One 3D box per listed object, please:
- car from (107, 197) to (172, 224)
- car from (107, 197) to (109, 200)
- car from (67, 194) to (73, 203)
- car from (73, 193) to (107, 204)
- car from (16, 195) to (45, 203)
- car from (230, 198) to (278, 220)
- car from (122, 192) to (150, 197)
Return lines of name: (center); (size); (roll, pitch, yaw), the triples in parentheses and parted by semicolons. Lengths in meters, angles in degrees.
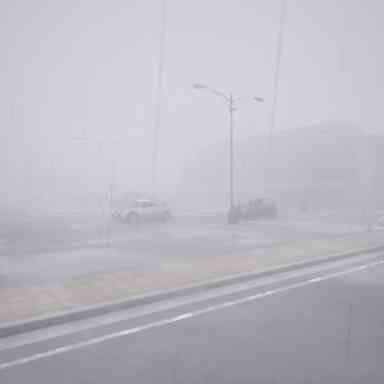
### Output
car: (-3.333, 1.280, 22.387); (3.806, 1.475, 1.970); (-1, 0, -35)
car: (-8.081, 0.897, 41.650); (3.866, 1.878, 1.905); (-1, 0, -35)
car: (-19.350, 1.054, 57.213); (3.806, 1.475, 1.970); (-1, 0, -35)
car: (-15.409, 0.972, 52.138); (5.027, 1.636, 2.152); (-1, 0, -35)
car: (-27.225, 1.192, 56.178); (4.514, 1.523, 2.007); (-1, 0, -35)
car: (4.456, 1.193, 24.195); (3.633, 1.501, 1.845); (-1, 0, -35)
car: (-6.079, 0.913, 39.505); (4.605, 1.855, 1.932); (-1, 0, -35)
